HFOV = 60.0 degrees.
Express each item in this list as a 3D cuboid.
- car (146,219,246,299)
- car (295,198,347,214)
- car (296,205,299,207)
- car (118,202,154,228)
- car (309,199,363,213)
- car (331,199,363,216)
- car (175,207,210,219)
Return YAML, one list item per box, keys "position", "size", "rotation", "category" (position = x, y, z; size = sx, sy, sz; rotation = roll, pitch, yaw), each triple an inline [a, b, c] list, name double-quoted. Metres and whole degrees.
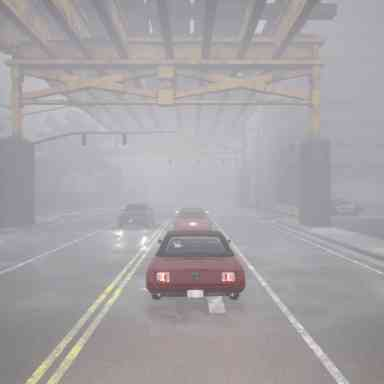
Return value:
- position: [0.059, 1.594, 8.387]
  size: [1.895, 1.301, 4.718]
  rotation: [0, 0, 0]
  category: "car"
- position: [13.432, 1.396, 34.655]
  size: [4.974, 1.542, 2.038]
  rotation: [0, 0, 25]
  category: "car"
- position: [13.479, 1.239, 34.633]
  size: [4.536, 1.218, 1.853]
  rotation: [0, 0, 25]
  category: "car"
- position: [-3.602, 1.477, 22.008]
  size: [1.837, 1.490, 4.892]
  rotation: [0, 0, 0]
  category: "car"
- position: [13.174, 1.247, 30.512]
  size: [4.536, 1.218, 1.853]
  rotation: [0, 0, -20]
  category: "car"
- position: [13.125, 1.404, 30.494]
  size: [4.974, 1.542, 2.038]
  rotation: [0, 0, -20]
  category: "car"
- position: [0.018, 1.536, 18.347]
  size: [1.994, 1.385, 4.181]
  rotation: [0, 0, -1]
  category: "car"
